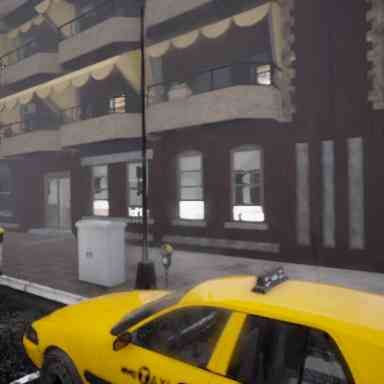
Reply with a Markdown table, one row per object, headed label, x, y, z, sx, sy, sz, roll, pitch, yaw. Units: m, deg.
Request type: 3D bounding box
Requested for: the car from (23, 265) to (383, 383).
| label | x | y | z | sx | sy | sz | roll | pitch | yaw |
| --- | --- | --- | --- | --- | --- | --- | --- | --- | --- |
| car | 0.461 | 1.474 | 3.111 | 5.366 | 1.575 | 1.801 | -1 | -1 | 36 |
